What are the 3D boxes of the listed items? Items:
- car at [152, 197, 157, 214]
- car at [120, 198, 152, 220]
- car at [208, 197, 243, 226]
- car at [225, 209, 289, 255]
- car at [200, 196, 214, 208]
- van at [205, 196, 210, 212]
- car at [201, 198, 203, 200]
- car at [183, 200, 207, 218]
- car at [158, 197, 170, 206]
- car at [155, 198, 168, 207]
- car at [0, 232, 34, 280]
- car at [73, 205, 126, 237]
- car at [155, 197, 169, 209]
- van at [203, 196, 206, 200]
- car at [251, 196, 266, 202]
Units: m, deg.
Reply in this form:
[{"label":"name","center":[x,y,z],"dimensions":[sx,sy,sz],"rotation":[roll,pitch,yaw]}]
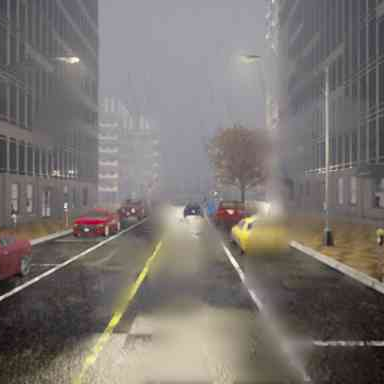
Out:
[{"label":"car","center":[-5.279,1.667,35.602],"dimensions":[1.967,1.590,4.097],"rotation":[0,0,0]},{"label":"car","center":[-5.285,1.507,30.055],"dimensions":[2.192,1.841,5.009],"rotation":[0,0,0]},{"label":"car","center":[2.594,1.473,24.498],"dimensions":[2.192,1.841,5.009],"rotation":[0,0,0]},{"label":"car","center":[2.578,1.614,13.574],"dimensions":[1.752,1.417,4.829],"rotation":[0,0,0]},{"label":"car","center":[2.624,1.679,57.784],"dimensions":[2.192,1.841,5.009],"rotation":[0,0,0]},{"label":"van","center":[2.601,1.569,35.594],"dimensions":[1.690,1.788,3.998],"rotation":[0,0,0]},{"label":"car","center":[0.147,1.852,45.467],"dimensions":[1.994,1.385,4.181],"rotation":[0,0,0]},{"label":"car","center":[0.138,1.774,32.894],"dimensions":[1.994,1.385,4.181],"rotation":[0,0,0]},{"label":"car","center":[-5.341,1.836,63.335],"dimensions":[1.967,1.590,4.097],"rotation":[0,0,0]},{"label":"car","center":[-5.256,1.803,57.791],"dimensions":[1.967,1.590,4.097],"rotation":[0,0,0]},{"label":"car","center":[-5.308,1.633,7.864],"dimensions":[1.802,1.307,4.206],"rotation":[0,0,0]},{"label":"car","center":[-5.296,1.667,18.959],"dimensions":[1.887,1.381,4.507],"rotation":[0,0,0]},{"label":"car","center":[-5.262,1.644,52.245],"dimensions":[2.192,1.841,5.009],"rotation":[0,0,0]},{"label":"van","center":[2.607,1.603,41.142],"dimensions":[1.690,1.788,3.998],"rotation":[0,0,0]},{"label":"car","center":[17.679,1.818,86.195],"dimensions":[4.507,1.381,1.887],"rotation":[-1,0,0]}]
